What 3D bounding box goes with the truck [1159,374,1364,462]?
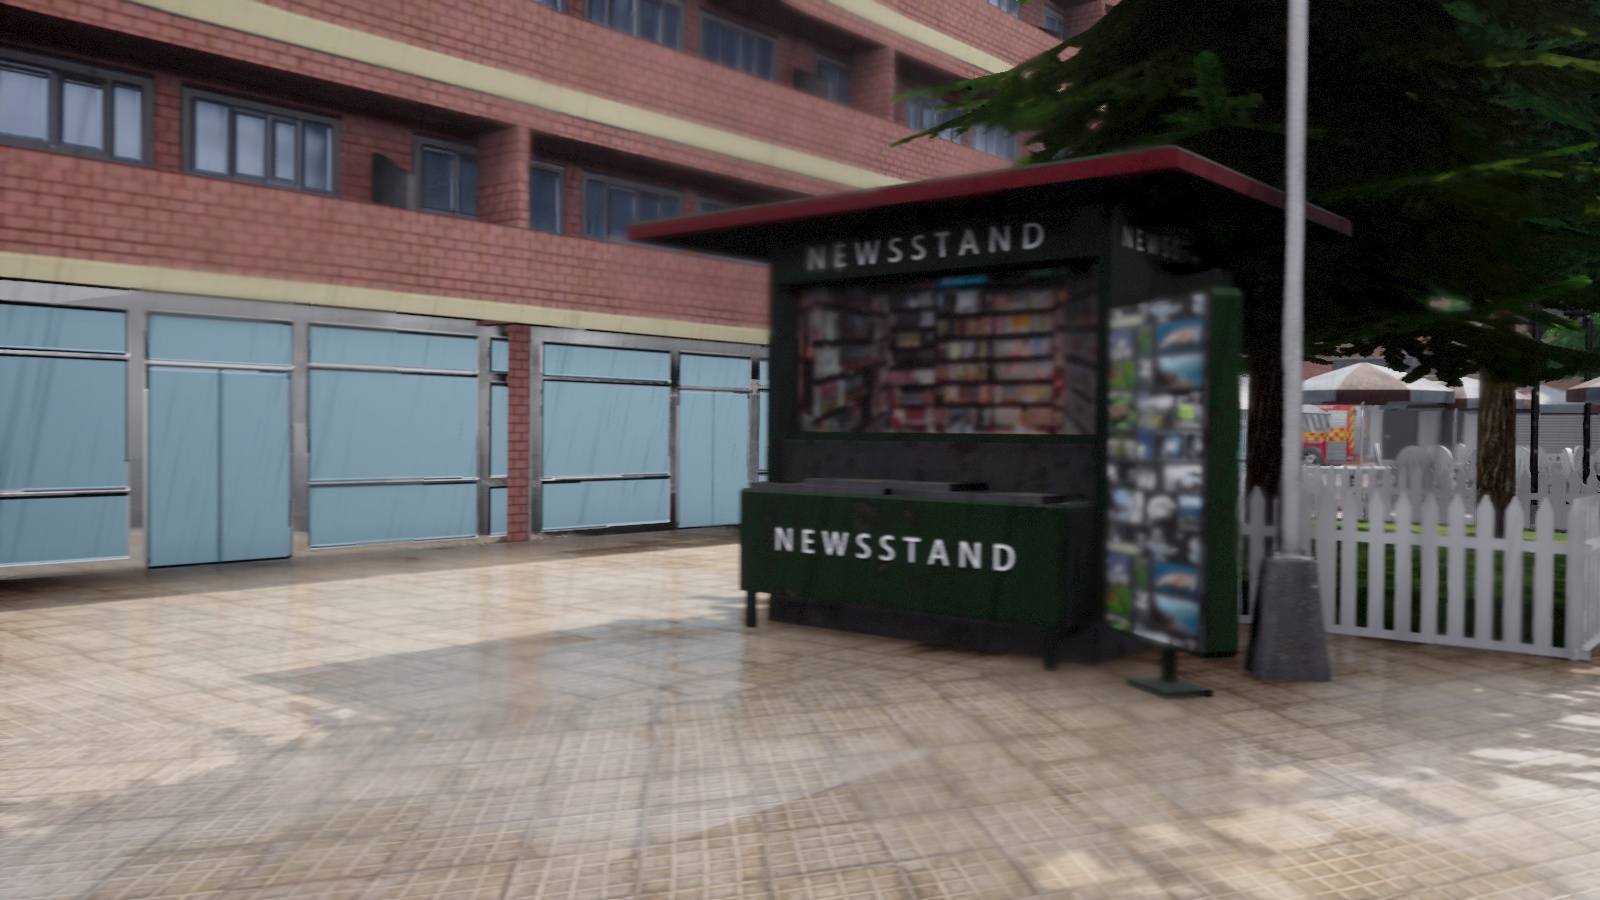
[{"bbox_3d":[21.417,-1.434,58.659,8.468,3.827,2.891,0,1,40],"label":"truck"}]
